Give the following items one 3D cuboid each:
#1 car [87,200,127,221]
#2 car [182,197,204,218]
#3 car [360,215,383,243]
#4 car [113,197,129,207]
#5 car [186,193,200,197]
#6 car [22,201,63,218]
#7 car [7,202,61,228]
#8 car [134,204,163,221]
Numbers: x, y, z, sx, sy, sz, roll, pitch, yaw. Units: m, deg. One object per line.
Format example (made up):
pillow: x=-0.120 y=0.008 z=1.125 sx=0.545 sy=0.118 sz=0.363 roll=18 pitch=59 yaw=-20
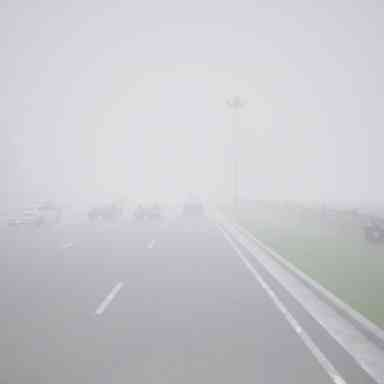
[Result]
car: x=-6.895 y=1.610 z=27.023 sx=1.895 sy=1.301 sz=4.718 roll=0 pitch=0 yaw=0
car: x=0.108 y=1.488 z=30.759 sx=1.882 sy=1.535 sz=5.008 roll=0 pitch=0 yaw=0
car: x=8.924 y=1.217 z=13.087 sx=3.866 sy=1.878 sz=1.905 roll=0 pitch=0 yaw=0
car: x=-10.386 y=1.521 z=48.175 sx=1.837 sy=1.490 sz=4.892 roll=0 pitch=0 yaw=0
car: x=0.116 y=1.240 z=56.674 sx=2.150 sy=2.045 sz=5.566 roll=0 pitch=0 yaw=0
car: x=-13.892 y=1.575 z=31.203 sx=1.994 sy=1.385 sz=4.181 roll=0 pitch=0 yaw=0
car: x=-10.396 y=1.534 z=22.134 sx=1.812 sy=1.442 sz=4.674 roll=0 pitch=0 yaw=0
car: x=-3.394 y=1.610 z=27.022 sx=1.895 sy=1.301 sz=4.718 roll=0 pitch=0 yaw=0
